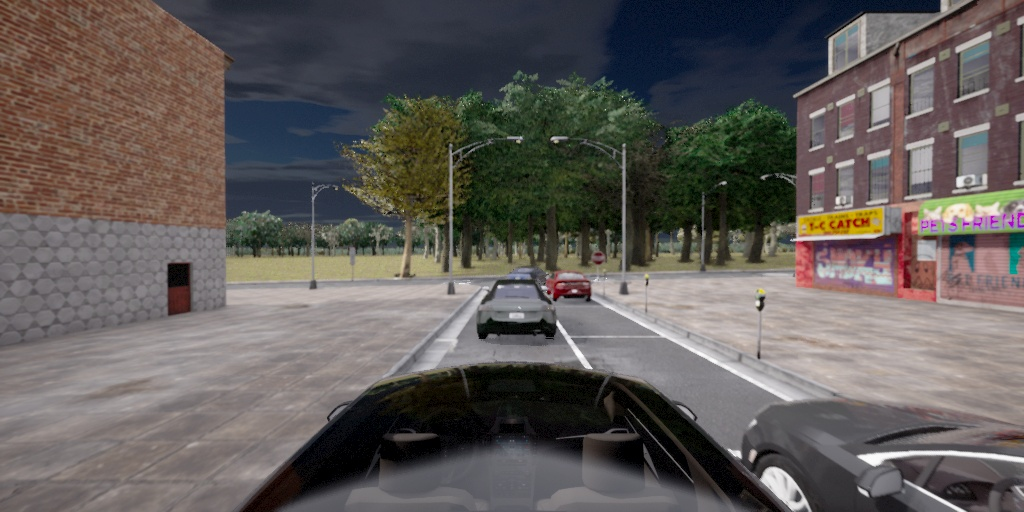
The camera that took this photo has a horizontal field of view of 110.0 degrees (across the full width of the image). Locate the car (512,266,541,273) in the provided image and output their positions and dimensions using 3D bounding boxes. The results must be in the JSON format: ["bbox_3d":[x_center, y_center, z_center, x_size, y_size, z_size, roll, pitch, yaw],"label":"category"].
[{"bbox_3d":[1.183,1.374,23.850,2.033,1.411,5.357,0,0,18],"label":"car"}]

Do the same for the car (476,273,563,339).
[{"bbox_3d":[0.103,1.345,10.218,1.994,1.385,4.181,0,0,0],"label":"car"}]

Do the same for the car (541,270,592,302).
[{"bbox_3d":[2.639,1.353,17.275,1.888,1.381,4.507,0,0,0],"label":"car"}]

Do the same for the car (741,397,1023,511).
[{"bbox_3d":[2.637,1.298,1.056,2.007,1.370,4.403,0,0,0],"label":"car"}]
